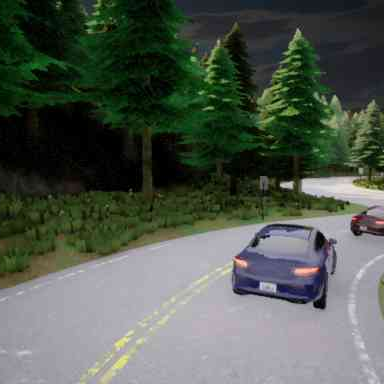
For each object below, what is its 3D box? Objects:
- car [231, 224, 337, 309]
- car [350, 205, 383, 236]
[{"bbox_3d":[2.353,1.493,7.957,1.812,1.442,4.674,2,2,26],"label":"car"},{"bbox_3d":[9.255,1.350,15.505,4.674,1.442,1.812,-1,5,-34],"label":"car"}]
